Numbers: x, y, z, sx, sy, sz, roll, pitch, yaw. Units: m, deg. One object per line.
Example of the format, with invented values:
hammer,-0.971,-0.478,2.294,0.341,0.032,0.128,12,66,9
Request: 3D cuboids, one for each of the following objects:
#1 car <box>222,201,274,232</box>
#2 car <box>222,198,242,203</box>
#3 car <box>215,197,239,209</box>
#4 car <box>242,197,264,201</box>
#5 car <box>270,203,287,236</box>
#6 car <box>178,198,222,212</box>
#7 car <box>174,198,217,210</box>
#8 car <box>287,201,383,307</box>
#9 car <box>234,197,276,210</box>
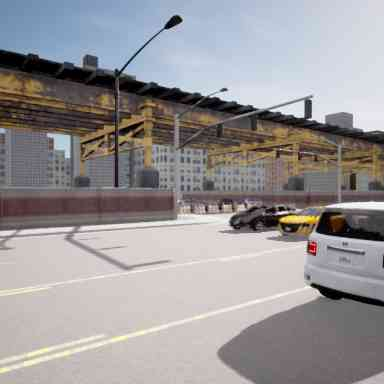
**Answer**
car,4.399,1.505,19.984,4.892,1.490,1.837,0,0,-35
car,4.182,1.453,39.260,2.038,1.542,4.974,0,0,18
car,4.198,1.295,39.310,1.853,1.218,4.536,0,0,18
car,8.050,1.295,43.004,4.536,1.218,1.853,0,0,-7
car,6.601,1.477,17.256,5.008,1.535,1.882,0,0,-35
car,0.431,1.453,36.585,4.974,1.542,2.038,0,0,8
car,0.379,1.295,36.592,4.536,1.218,1.853,0,0,8
car,4.782,1.221,7.168,5.566,2.045,2.150,0,0,-35
car,8.102,1.453,43.011,4.974,1.542,2.038,0,0,-7
